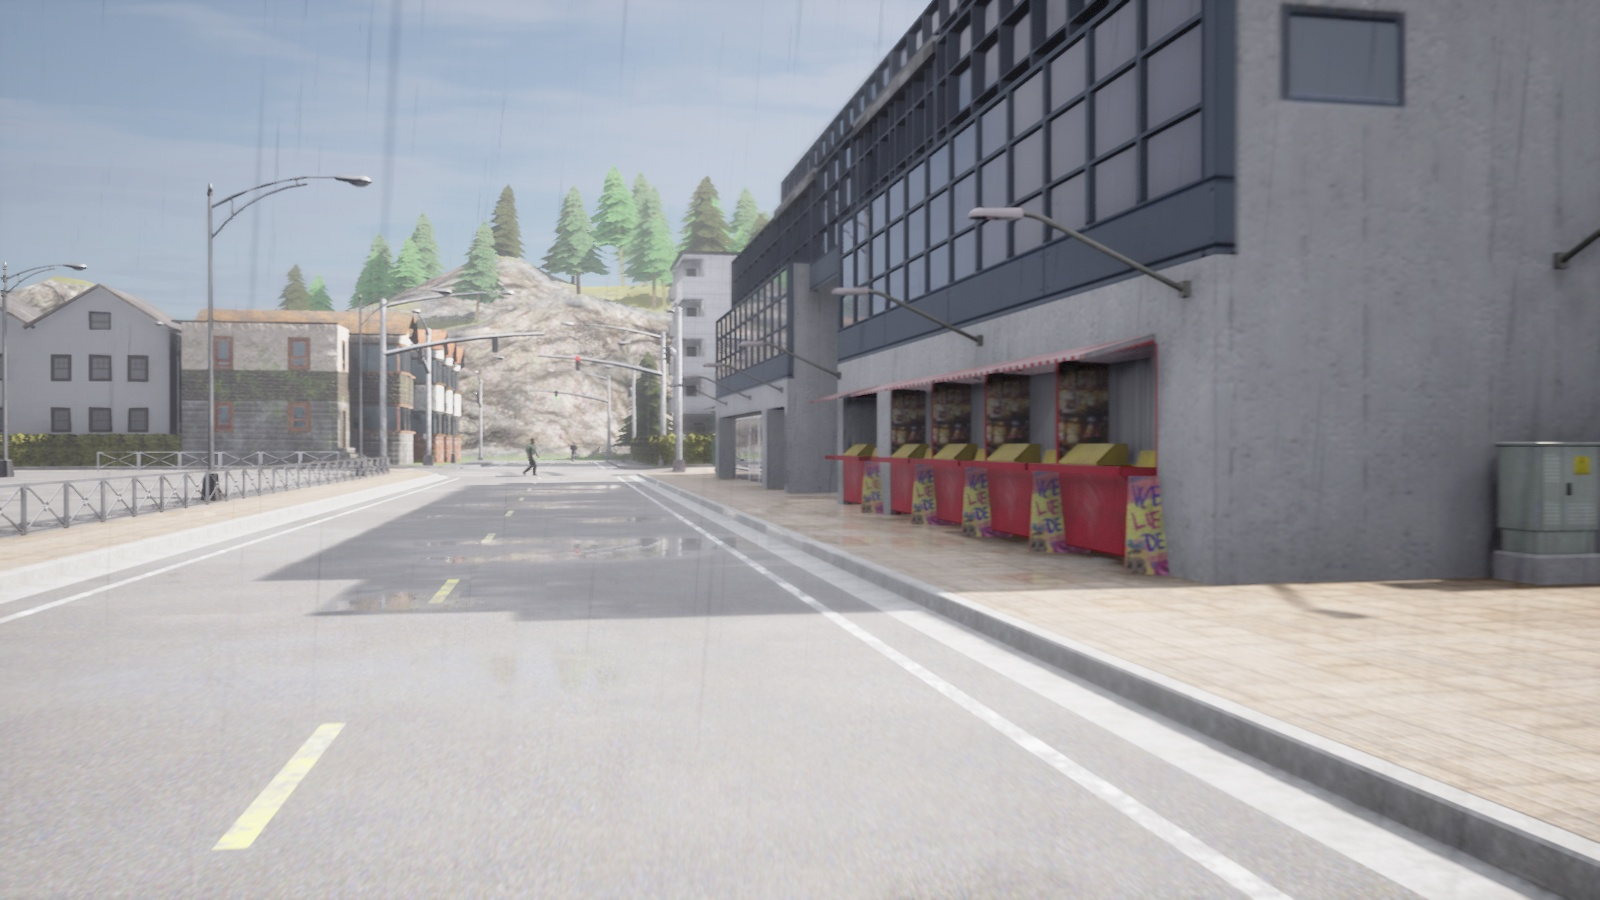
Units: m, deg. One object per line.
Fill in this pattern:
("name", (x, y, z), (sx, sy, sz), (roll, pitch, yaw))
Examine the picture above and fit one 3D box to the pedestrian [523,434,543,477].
("pedestrian", (-12.274, 0.243, 57.713), (0.788, 1.949, 0.423), (0, 0, 9))
